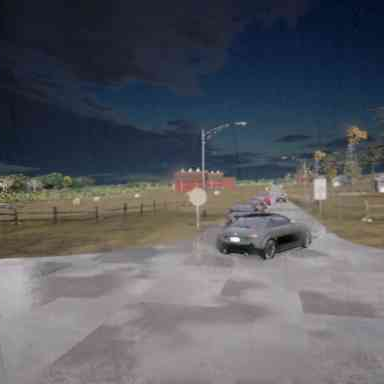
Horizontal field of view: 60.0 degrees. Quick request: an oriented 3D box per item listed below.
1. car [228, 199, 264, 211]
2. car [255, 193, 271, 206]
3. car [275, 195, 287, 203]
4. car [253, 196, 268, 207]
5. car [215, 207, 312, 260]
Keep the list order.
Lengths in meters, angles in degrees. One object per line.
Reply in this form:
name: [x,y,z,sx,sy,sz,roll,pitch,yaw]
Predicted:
car: [3.369,1.415,21.479,1.994,1.385,4.181,-1,0,14]
car: [8.295,1.269,40.955,2.128,1.511,4.902,-1,0,14]
car: [16.097,1.289,60.328,1.812,1.442,4.674,-1,0,14]
car: [5.802,1.366,31.082,1.994,1.385,4.181,-1,0,15]
car: [2.707,1.458,12.126,1.994,1.385,4.181,0,1,42]
